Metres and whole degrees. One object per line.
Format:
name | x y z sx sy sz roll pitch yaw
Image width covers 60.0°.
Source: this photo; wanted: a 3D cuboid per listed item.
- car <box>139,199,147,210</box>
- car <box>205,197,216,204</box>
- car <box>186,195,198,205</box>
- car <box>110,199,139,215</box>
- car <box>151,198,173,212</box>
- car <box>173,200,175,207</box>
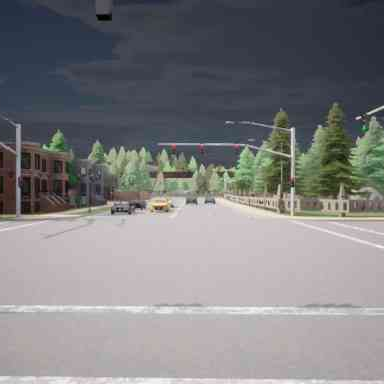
car | -7.133 1.625 43.533 1.895 1.301 4.718 0 0 0
car | 3.531 1.601 65.131 1.994 1.385 4.181 0 0 0
car | -0.064 1.386 60.150 2.097 1.767 4.553 0 0 0
car | -7.135 1.584 34.780 1.994 1.385 4.181 0 0 0
car | -3.636 1.500 38.756 1.882 1.535 5.008 0 0 0
car | -3.613 1.553 48.922 1.812 1.442 4.674 0 0 0
